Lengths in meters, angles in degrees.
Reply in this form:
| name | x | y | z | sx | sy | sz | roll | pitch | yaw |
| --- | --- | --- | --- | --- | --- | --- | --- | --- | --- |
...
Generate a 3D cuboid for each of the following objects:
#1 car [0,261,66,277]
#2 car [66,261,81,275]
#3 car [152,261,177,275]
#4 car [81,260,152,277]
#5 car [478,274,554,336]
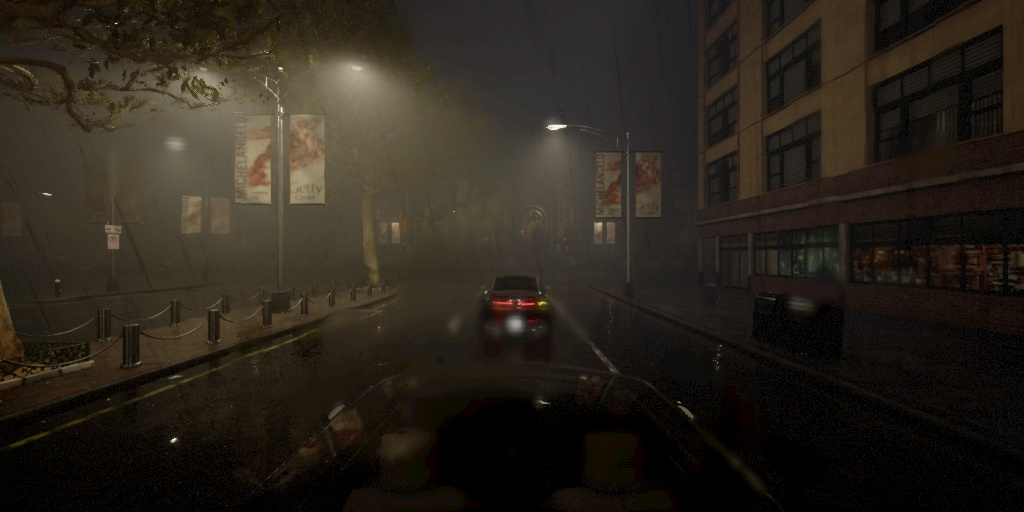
| name | x | y | z | sx | sy | sz | roll | pitch | yaw |
| --- | --- | --- | --- | --- | --- | --- | --- | --- | --- |
| car | -47.252 | 1.251 | 34.903 | 4.892 | 1.490 | 1.837 | 0 | 0 | 0 |
| car | -48.136 | 1.238 | 38.411 | 4.902 | 1.511 | 2.128 | 0 | 0 | 0 |
| car | -38.886 | 1.224 | 38.376 | 5.008 | 1.535 | 1.882 | 0 | 0 | 0 |
| car | -38.392 | 1.311 | 34.870 | 4.181 | 1.385 | 1.994 | 0 | 0 | 0 |
| car | 0.126 | 1.254 | 10.340 | 1.837 | 1.490 | 4.892 | 0 | 0 | 1 |
